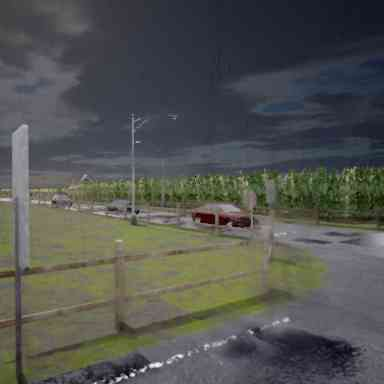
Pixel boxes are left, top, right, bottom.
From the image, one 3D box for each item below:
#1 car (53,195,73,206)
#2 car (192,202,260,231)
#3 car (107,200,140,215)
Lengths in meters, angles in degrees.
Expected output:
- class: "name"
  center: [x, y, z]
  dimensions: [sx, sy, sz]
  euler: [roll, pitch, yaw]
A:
- class: "car"
  center: [-19.352, 1.171, 49.393]
  dimensions: [2.097, 1.767, 4.553]
  euler: [-1, 1, -37]
- class: "car"
  center: [1.969, 1.430, 20.511]
  dimensions: [1.882, 1.535, 5.008]
  euler: [-1, 1, -36]
- class: "car"
  center: [-6.692, 1.465, 32.219]
  dimensions: [1.994, 1.385, 4.181]
  euler: [-1, 1, -37]
